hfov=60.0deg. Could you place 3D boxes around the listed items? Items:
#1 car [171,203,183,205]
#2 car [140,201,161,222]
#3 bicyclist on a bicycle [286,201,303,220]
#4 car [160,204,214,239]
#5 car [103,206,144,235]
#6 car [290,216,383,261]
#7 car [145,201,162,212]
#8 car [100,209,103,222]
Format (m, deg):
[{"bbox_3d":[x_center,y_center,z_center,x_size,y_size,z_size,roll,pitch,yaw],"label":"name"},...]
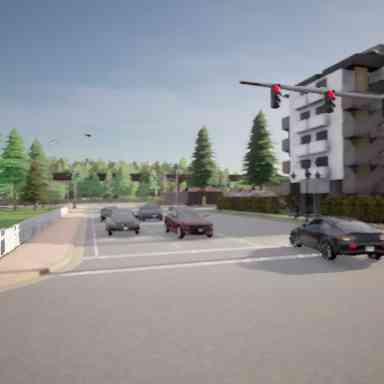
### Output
[{"bbox_3d":[-2.277,2.258,50.483,1.895,1.301,4.718,0,-1,-17],"label":"car"},{"bbox_3d":[-3.993,1.948,31.640,1.837,1.490,4.892,0,-1,-17],"label":"car"},{"bbox_3d":[8.609,1.558,27.914,1.656,1.620,0.582,-1,-1,-17],"label":"bicyclist on a bicycle"},{"bbox_3d":[-0.277,1.728,19.409,1.882,1.535,5.008,0,-1,-17],"label":"car"},{"bbox_3d":[-4.473,1.845,21.237,1.812,1.442,4.674,0,-1,-17],"label":"car"},{"bbox_3d":[5.349,1.630,12.646,1.812,1.442,4.674,0,-1,-5],"label":"car"},{"bbox_3d":[-5.900,2.202,50.383,1.837,1.490,4.892,0,-1,-17],"label":"car"},{"bbox_3d":[-7.670,2.048,31.706,1.994,1.385,4.181,0,-1,-17],"label":"car"}]
